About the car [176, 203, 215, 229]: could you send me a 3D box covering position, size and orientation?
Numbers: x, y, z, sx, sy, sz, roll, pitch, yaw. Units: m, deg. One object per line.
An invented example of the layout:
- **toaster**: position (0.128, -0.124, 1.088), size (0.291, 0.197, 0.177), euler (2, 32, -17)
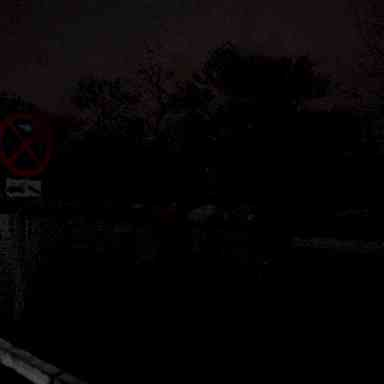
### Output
- **car**: position (1.356, 1.538, 21.696), size (2.002, 1.452, 4.674), euler (1, 0, 35)

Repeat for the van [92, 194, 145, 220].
- **van**: position (-5.379, 1.193, 26.591), size (1.878, 1.987, 4.442), euler (1, 0, 35)

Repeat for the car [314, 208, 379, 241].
- **car**: position (8.159, 1.580, 16.895), size (2.231, 1.521, 4.892), euler (1, 0, 35)

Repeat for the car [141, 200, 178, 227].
- **car**: position (-0.913, 1.471, 23.293), size (2.097, 1.535, 5.008), euler (1, 0, 35)

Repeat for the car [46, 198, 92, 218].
- **car**: position (-10.000, 1.396, 29.671), size (2.163, 1.488, 4.792), euler (1, 0, 35)

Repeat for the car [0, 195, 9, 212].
- **car**: position (-16.772, 1.319, 34.517), size (2.163, 1.488, 4.792), euler (1, 0, 35)

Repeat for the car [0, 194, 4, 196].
- **car**: position (-19.053, 1.264, 36.098), size (2.231, 1.521, 4.892), euler (1, 0, 35)

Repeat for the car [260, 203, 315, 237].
- **car**: position (5.898, 1.551, 18.504), size (2.097, 1.535, 5.008), euler (1, 0, 35)

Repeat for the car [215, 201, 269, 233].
- **car**: position (3.645, 1.399, 20.123), size (2.185, 1.767, 4.553), euler (1, 0, 35)

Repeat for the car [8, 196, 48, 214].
- **car**: position (-14.628, 1.312, 32.742), size (1.946, 1.575, 5.366), euler (1, 0, 35)

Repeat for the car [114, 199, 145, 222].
- **car**: position (-3.182, 1.485, 24.895), size (2.002, 1.452, 4.674), euler (1, 0, 35)
